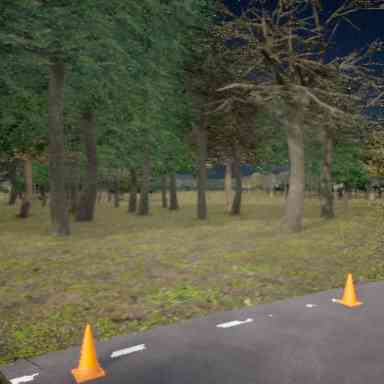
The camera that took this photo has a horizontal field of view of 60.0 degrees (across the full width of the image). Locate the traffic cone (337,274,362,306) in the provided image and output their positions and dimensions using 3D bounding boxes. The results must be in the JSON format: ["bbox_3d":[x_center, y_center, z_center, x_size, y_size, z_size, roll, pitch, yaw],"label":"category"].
[{"bbox_3d":[3.205,1.959,6.754,0.340,0.580,0.340,0,0,-28],"label":"traffic cone"}]

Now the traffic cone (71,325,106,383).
[{"bbox_3d":[-1.269,1.925,4.071,0.340,0.580,0.340,0,0,-33],"label":"traffic cone"}]

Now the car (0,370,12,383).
[{"bbox_3d":[-2.975,1.513,0.386,5.357,1.411,2.033,0,0,-37],"label":"car"}]
